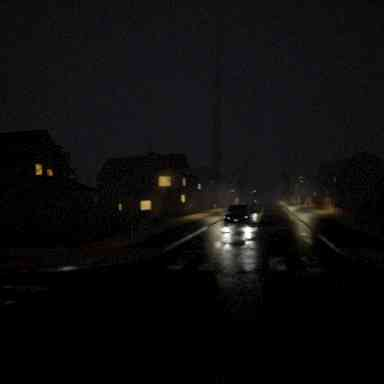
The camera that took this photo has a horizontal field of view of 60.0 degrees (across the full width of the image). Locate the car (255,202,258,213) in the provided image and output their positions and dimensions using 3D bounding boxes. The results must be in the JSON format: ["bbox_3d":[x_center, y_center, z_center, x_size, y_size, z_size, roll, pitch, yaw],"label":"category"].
[{"bbox_3d":[6.949,1.758,40.105,2.033,1.411,5.357,-2,-1,13],"label":"car"}]

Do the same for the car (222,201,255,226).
[{"bbox_3d":[3.508,1.688,25.087,1.837,1.490,4.892,-2,0,13],"label":"car"}]
